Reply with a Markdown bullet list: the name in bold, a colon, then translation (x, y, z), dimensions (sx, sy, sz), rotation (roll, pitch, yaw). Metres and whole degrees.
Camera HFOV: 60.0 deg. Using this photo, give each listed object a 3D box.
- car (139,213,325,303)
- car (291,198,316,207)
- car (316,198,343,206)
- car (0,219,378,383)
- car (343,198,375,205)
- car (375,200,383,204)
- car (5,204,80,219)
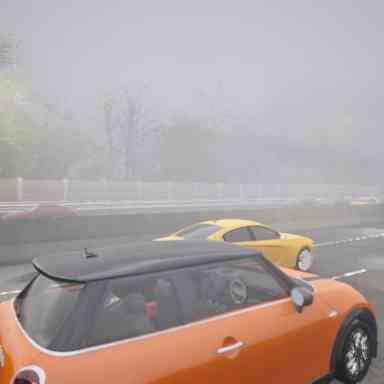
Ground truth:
- **car**: translation (1.267, 1.479, 8.948), dimensions (5.008, 1.535, 1.882), rotation (0, 0, -36)
- **car**: translation (15.408, 1.532, 45.061), dimensions (4.892, 1.490, 1.837), rotation (1, 0, -35)
- **car**: translation (18.739, 1.506, 43.139), dimensions (5.008, 1.535, 1.882), rotation (0, 0, -35)
- **car**: translation (0.183, 1.352, 3.877), dimensions (4.553, 1.767, 2.097), rotation (0, 0, -35)
- **car**: translation (20.903, 1.506, 40.383), dimensions (5.008, 1.535, 1.882), rotation (0, 0, -35)
- **car**: translation (23.136, 1.533, 37.679), dimensions (4.892, 1.490, 1.837), rotation (0, 0, -35)
- **car**: translation (-10.080, 1.527, 22.598), dimensions (4.674, 1.442, 1.812), rotation (0, 0, -35)
